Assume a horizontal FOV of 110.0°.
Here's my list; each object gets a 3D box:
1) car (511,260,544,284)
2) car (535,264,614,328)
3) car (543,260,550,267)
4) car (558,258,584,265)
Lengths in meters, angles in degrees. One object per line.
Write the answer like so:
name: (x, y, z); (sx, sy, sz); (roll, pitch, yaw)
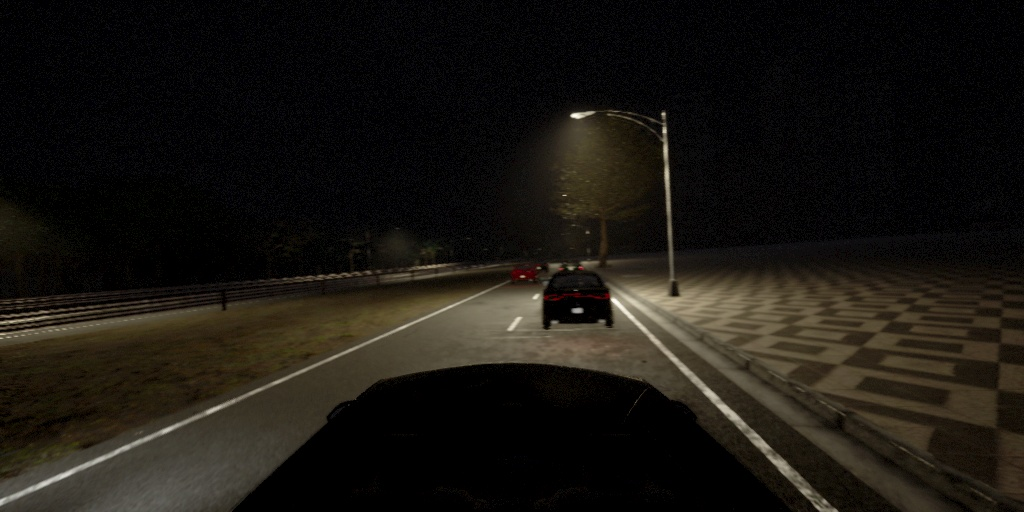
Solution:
car: (1.151, 1.332, 28.532); (1.882, 1.535, 5.008); (-3, 0, 9)
car: (1.984, 1.183, 11.237); (1.882, 1.535, 5.008); (-3, 0, 9)
car: (3.470, 1.269, 43.331); (1.882, 1.535, 5.008); (-3, 0, 9)
car: (4.998, 1.020, 30.376); (2.097, 1.767, 4.553); (-3, 0, 9)
